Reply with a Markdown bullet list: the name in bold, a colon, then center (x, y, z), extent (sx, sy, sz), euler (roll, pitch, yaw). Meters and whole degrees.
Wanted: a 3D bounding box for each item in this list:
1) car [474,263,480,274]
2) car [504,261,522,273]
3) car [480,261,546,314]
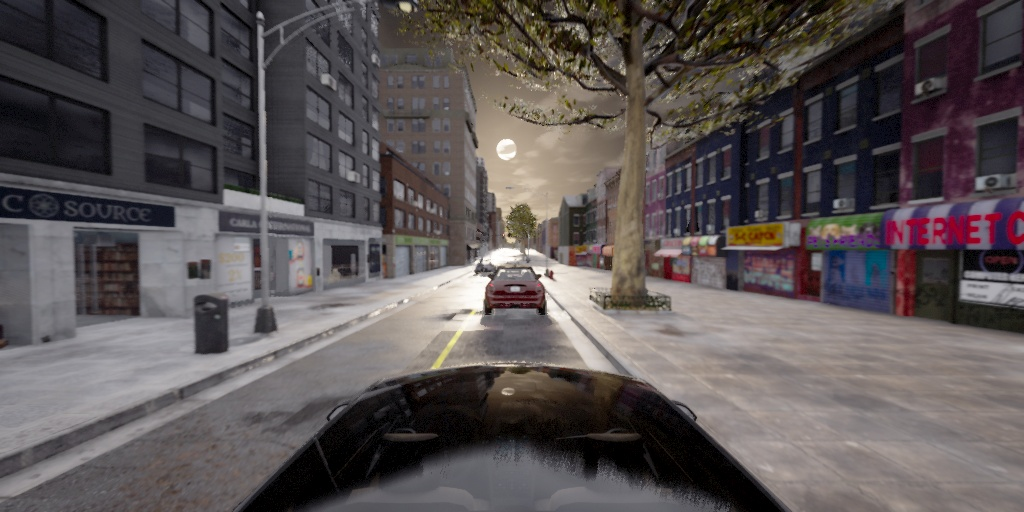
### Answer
- **car**: center (-2.759, 1.211, 37.890), extent (1.994, 1.385, 4.181), euler (0, 0, 1)
- **car**: center (0.120, 1.221, 41.580), extent (1.895, 1.301, 4.718), euler (0, 0, 0)
- **car**: center (0.106, 1.099, 13.848), extent (2.097, 1.767, 4.553), euler (0, 0, 0)
